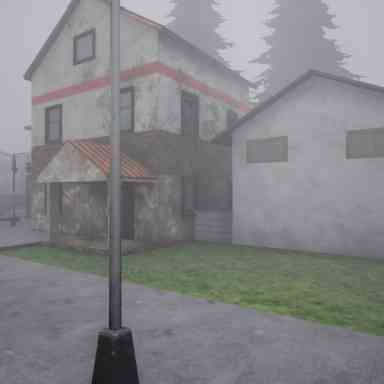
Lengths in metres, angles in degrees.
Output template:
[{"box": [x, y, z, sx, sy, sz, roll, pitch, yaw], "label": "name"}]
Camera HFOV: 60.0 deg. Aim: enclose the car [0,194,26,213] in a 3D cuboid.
[{"box": [-18.978, 1.220, 36.122, 2.150, 2.045, 5.566, 0, 0, 35], "label": "car"}]
